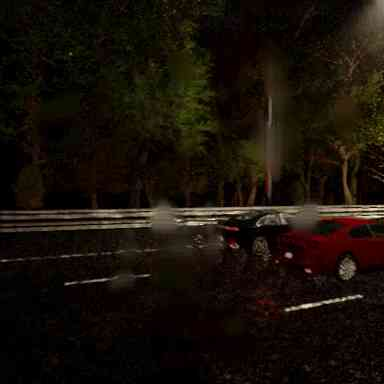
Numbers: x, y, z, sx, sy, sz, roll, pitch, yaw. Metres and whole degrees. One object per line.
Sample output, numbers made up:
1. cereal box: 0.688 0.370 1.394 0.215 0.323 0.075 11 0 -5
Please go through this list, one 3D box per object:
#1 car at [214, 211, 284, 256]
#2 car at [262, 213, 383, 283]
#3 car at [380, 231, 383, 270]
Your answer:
1. car: 3.204 1.483 12.858 4.902 1.511 2.128 0 0 -26
2. car: 4.732 1.503 9.707 5.008 1.535 1.882 1 0 -26
3. car: 6.229 1.555 6.549 4.892 1.490 1.837 0 0 -26
